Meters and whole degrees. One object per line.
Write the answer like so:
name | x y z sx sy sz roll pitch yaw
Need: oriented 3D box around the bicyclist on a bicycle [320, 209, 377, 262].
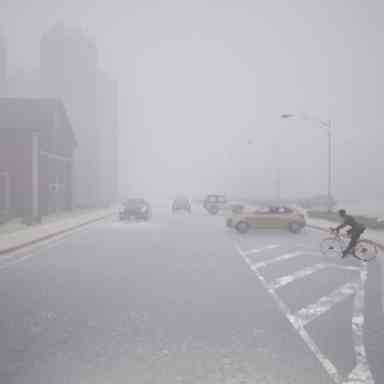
bicyclist on a bicycle | 4.965 1.378 10.629 1.656 1.620 0.582 0 0 32

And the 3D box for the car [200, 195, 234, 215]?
car | 2.988 1.192 31.653 3.866 1.878 1.905 0 0 -2

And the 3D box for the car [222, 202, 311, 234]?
car | 3.960 1.436 18.195 4.193 1.474 1.816 0 0 -2

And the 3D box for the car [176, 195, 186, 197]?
car | -1.602 1.167 48.650 2.097 1.767 4.553 0 0 -2

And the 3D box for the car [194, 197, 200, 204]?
car | 2.263 1.268 55.849 4.611 1.667 2.242 0 0 -2

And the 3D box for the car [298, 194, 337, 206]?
car | 15.931 1.147 42.236 4.605 1.855 1.932 0 0 -2

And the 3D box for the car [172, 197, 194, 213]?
car | -1.127 1.466 35.435 1.895 1.301 4.718 0 0 -3

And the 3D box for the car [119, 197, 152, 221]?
car | -4.406 1.250 26.384 2.097 1.767 4.553 0 0 -2
